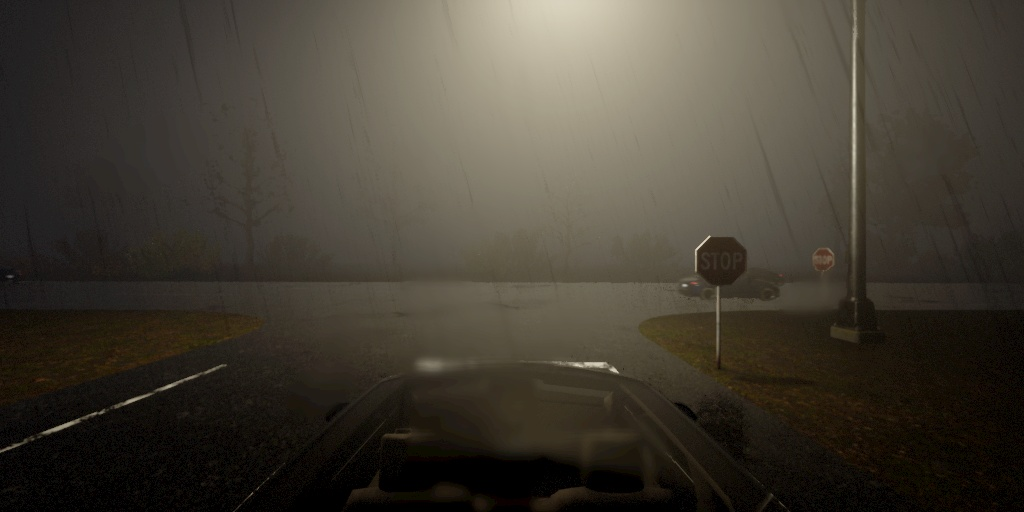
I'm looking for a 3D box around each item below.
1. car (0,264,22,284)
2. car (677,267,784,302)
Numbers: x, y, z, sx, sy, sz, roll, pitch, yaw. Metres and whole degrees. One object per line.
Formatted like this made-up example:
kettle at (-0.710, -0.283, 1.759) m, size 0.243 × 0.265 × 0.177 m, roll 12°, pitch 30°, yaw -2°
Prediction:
car at (-34.091, 1.108, 22.662) m, size 4.674 × 1.442 × 1.812 m, roll 0°, pitch 0°, yaw -2°
car at (10.033, 1.352, 16.763) m, size 4.181 × 1.385 × 1.994 m, roll 0°, pitch 0°, yaw -2°
